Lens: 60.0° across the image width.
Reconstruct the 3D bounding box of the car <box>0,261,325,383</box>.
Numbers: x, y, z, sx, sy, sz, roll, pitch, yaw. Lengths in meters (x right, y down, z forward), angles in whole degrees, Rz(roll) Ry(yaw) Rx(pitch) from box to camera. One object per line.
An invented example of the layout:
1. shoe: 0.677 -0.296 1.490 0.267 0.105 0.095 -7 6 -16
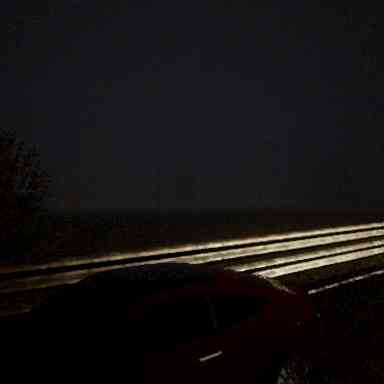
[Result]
1. car: -0.570 1.525 3.277 4.674 1.442 1.812 0 0 -35
